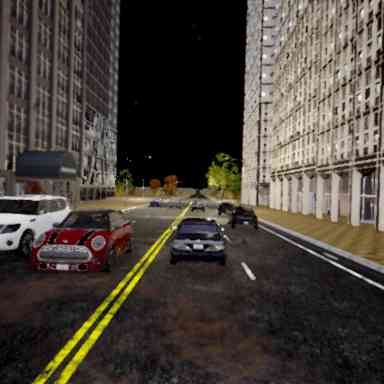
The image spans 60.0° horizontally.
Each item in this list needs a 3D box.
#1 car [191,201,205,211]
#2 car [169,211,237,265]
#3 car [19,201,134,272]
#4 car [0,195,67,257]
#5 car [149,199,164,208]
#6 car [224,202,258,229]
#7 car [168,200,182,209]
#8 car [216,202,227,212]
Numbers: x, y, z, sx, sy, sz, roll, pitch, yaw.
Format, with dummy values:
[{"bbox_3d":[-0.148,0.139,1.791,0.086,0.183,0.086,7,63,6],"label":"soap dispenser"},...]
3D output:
[{"bbox_3d":[0.838,1.941,47.042,2.033,1.411,5.357,2,0,1],"label":"car"},{"bbox_3d":[0.223,1.654,12.177,2.033,1.411,5.357,2,0,1],"label":"car"},{"bbox_3d":[-3.245,1.343,10.727,2.097,1.767,4.553,2,0,1],"label":"car"},{"bbox_3d":[-6.454,1.133,12.811,2.150,2.045,5.566,2,0,1],"label":"car"},{"bbox_3d":[-5.697,1.847,53.578,1.895,1.301,4.718,2,0,2],"label":"car"},{"bbox_3d":[3.645,1.813,24.430,1.837,1.490,4.892,2,0,1],"label":"car"},{"bbox_3d":[-2.502,1.870,50.972,2.033,1.411,5.357,2,0,2],"label":"car"},{"bbox_3d":[3.892,1.928,38.504,1.837,1.490,4.892,2,0,2],"label":"car"}]
